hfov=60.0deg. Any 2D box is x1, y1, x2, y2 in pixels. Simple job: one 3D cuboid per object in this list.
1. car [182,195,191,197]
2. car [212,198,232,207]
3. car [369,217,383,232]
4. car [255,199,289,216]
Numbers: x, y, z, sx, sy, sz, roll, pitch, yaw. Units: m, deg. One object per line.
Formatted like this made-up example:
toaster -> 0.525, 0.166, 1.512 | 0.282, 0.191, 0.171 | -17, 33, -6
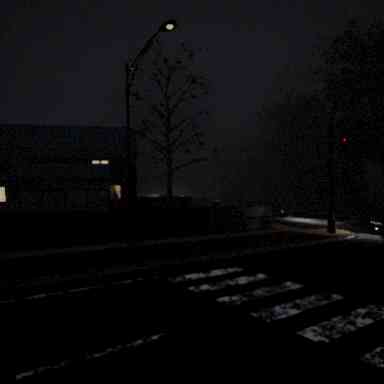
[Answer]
car -> -1.029, 1.295, 65.154 | 2.128, 1.511, 4.902 | -1, 1, -15
car -> 4.329, 1.476, 44.774 | 2.033, 1.411, 5.357 | -1, 1, -15
car -> 12.849, 1.647, 18.406 | 5.357, 1.411, 2.033 | 0, 1, -1
car -> 7.582, 1.496, 32.600 | 2.128, 1.511, 4.902 | -1, 1, -15
